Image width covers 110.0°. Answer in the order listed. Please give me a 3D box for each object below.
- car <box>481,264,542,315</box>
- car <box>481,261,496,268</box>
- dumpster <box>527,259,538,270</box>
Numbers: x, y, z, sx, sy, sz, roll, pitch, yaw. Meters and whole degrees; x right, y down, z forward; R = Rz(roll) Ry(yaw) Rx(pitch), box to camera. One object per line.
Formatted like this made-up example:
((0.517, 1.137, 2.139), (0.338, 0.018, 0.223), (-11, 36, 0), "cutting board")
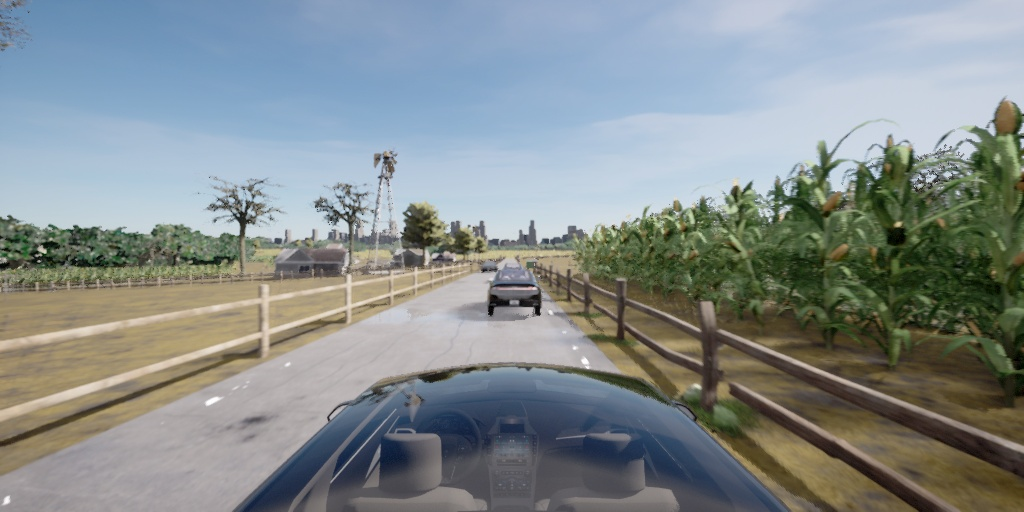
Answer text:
((0.085, 1.246, 13.691), (2.128, 1.511, 4.902), (0, 0, 0), "car")
((-2.834, 1.381, 45.710), (1.882, 1.535, 5.008), (0, 0, 0), "car")
((3.122, 1.380, 56.889), (1.020, 1.700, 1.940), (0, 0, 0), "dumpster")
